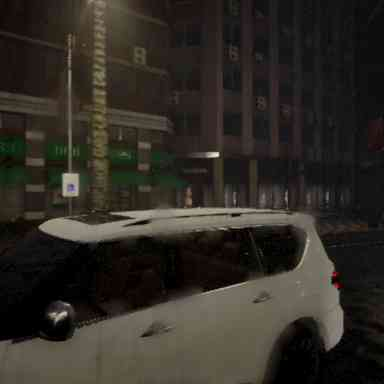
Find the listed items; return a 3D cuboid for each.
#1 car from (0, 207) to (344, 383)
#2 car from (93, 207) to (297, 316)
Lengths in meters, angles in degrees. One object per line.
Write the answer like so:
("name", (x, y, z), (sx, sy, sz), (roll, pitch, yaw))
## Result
("car", (-0.760, 1.222, 3.344), (5.566, 2.045, 2.150), (0, 0, -35))
("car", (0.172, 1.339, 8.096), (4.553, 1.767, 2.097), (0, 0, -33))
